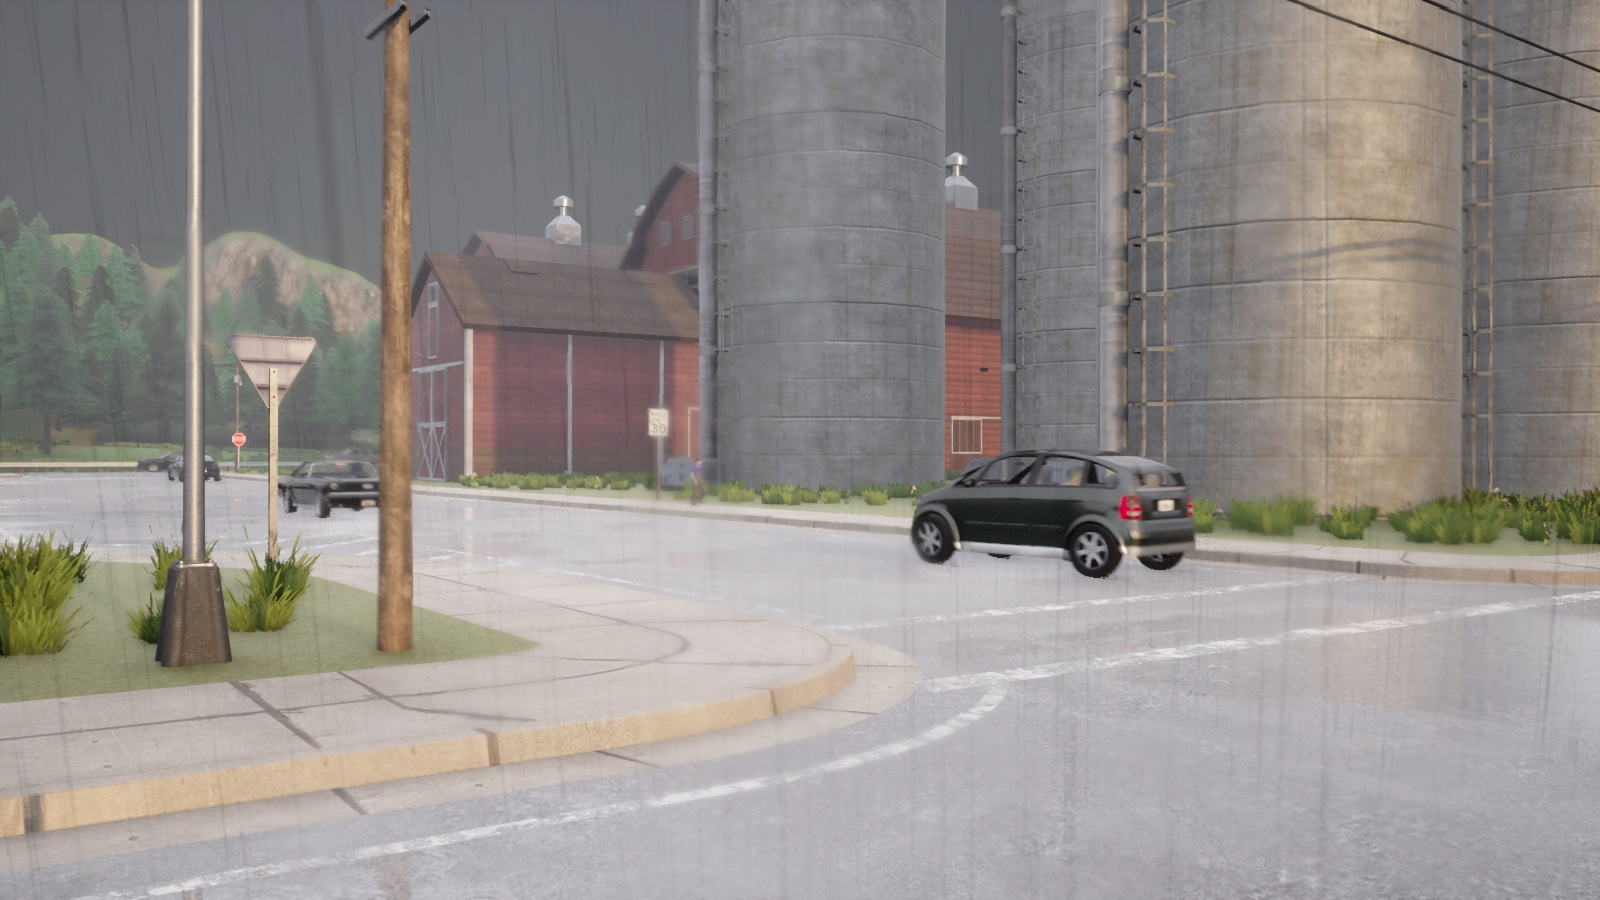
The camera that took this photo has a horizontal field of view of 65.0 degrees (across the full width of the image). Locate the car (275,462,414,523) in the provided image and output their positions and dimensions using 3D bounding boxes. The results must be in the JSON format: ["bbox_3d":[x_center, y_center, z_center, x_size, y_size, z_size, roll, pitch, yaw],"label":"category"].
[{"bbox_3d":[-10.930,0.942,29.917,1.895,1.301,4.718,0,0,-36],"label":"car"}]

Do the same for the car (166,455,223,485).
[{"bbox_3d":[-30.559,0.990,63.316,1.812,1.442,4.674,0,0,-36],"label":"car"}]

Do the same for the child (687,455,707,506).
[{"bbox_3d":[-2.601,0.764,31.742,0.437,1.263,0.270,0,0,44],"label":"child"}]

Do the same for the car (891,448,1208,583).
[{"bbox_3d":[3.171,0.757,16.411,1.789,1.549,3.705,0,0,-43],"label":"car"}]
